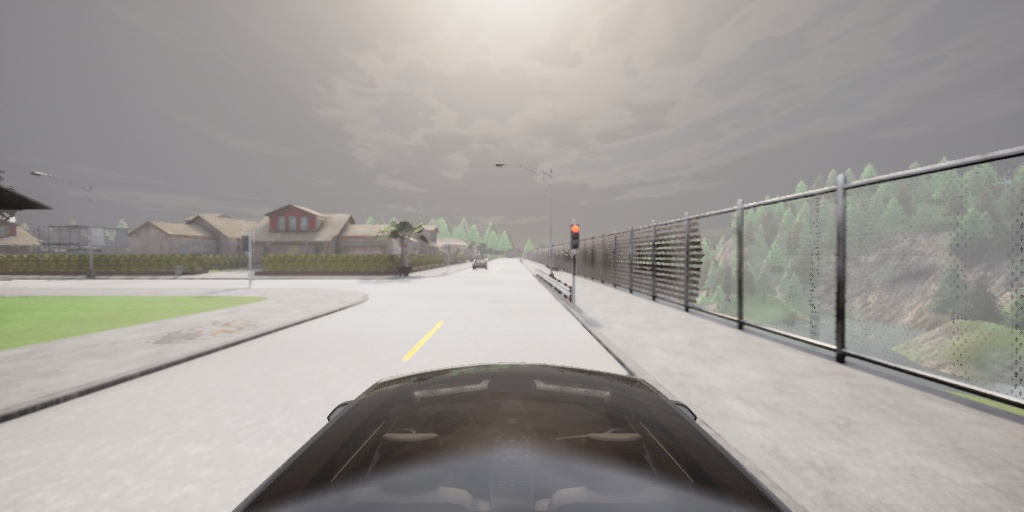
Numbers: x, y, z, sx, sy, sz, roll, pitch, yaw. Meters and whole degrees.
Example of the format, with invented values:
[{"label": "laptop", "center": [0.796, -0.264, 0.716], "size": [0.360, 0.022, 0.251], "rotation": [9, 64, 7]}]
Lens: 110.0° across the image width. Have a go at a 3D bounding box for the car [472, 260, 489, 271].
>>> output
[{"label": "car", "center": [-3.993, 1.149, 45.610], "size": [1.895, 1.301, 4.718], "rotation": [0, 0, 0]}]
